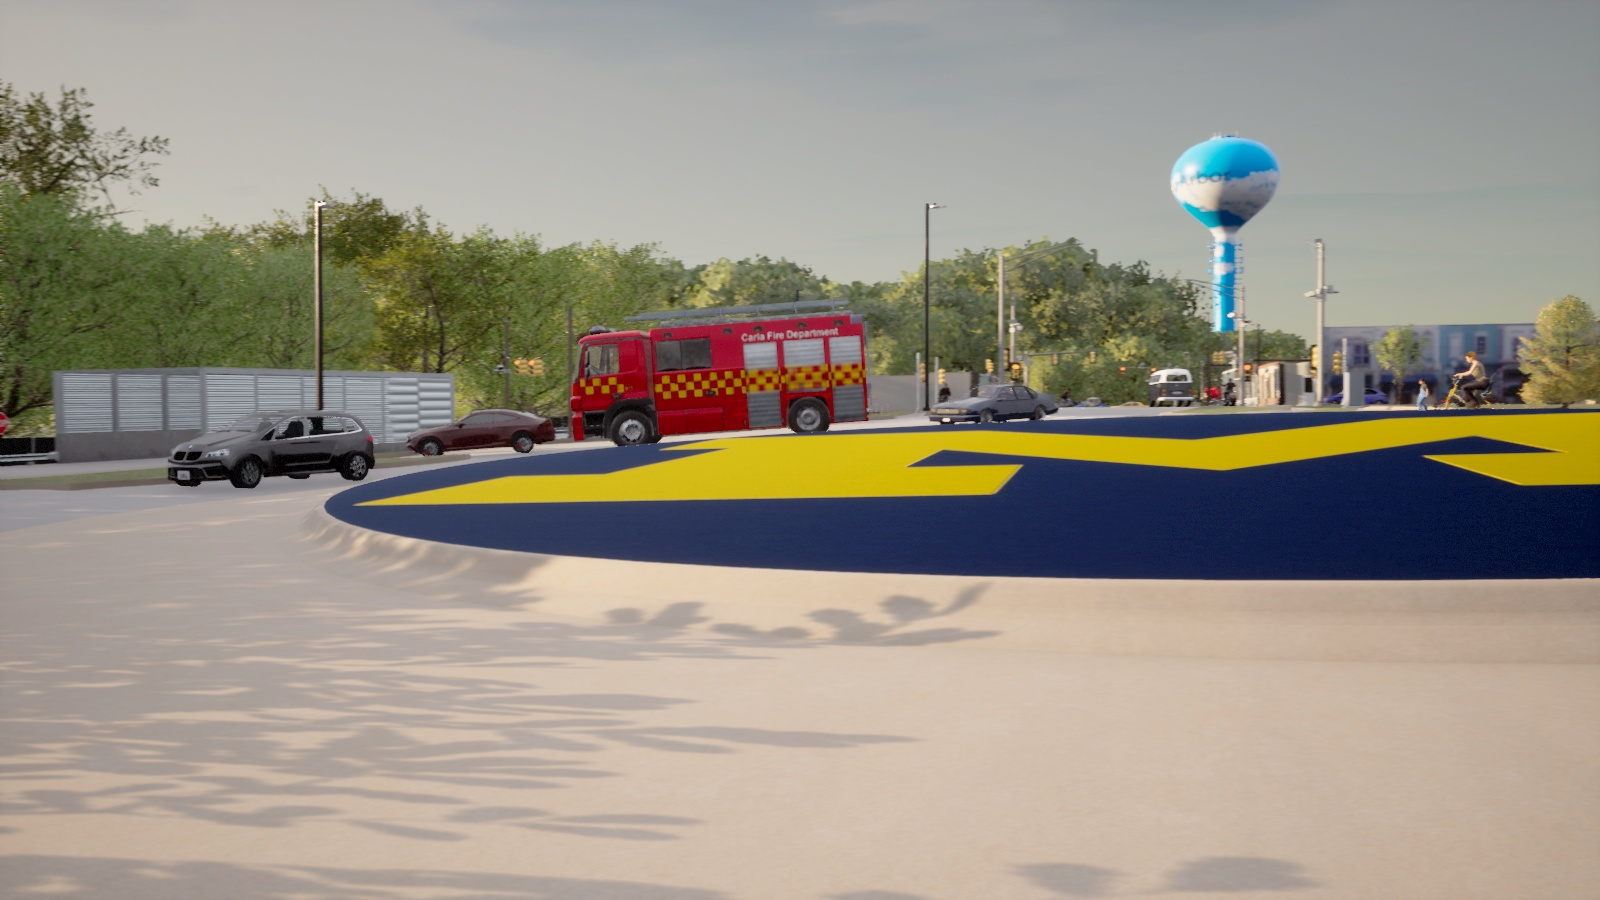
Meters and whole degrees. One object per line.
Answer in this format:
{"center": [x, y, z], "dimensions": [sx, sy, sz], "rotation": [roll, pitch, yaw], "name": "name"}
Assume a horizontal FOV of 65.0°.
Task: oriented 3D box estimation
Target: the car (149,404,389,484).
{"center": [-11.985, -0.212, 28.670], "dimensions": [2.242, 1.667, 4.611], "rotation": [1, 2, 29], "name": "car"}

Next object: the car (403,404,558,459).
{"center": [-10.179, -0.619, 40.318], "dimensions": [4.674, 1.442, 1.812], "rotation": [-3, 3, -11], "name": "car"}

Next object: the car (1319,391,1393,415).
{"center": [36.652, -3.087, 82.906], "dimensions": [4.193, 1.474, 1.816], "rotation": [1, 1, 13], "name": "car"}

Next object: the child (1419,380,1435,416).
{"center": [22.316, -1.840, 44.711], "dimensions": [0.437, 1.263, 0.270], "rotation": [0, 1, -2], "name": "child"}

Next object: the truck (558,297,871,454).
{"center": [-2.311, -2.117, 36.244], "dimensions": [8.468, 3.827, 2.891], "rotation": [-3, 3, 3], "name": "truck"}

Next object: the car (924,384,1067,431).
{"center": [6.885, -1.520, 43.738], "dimensions": [5.357, 1.411, 2.033], "rotation": [-5, 5, -43], "name": "car"}

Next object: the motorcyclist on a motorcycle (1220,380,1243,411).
{"center": [23.534, -2.955, 68.515], "dimensions": [0.766, 1.649, 2.350], "rotation": [1, 1, 9], "name": "motorcyclist on a motorcycle"}

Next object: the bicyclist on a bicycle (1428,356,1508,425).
{"center": [15.972, -1.418, 30.048], "dimensions": [1.509, 1.612, 0.866], "rotation": [1, 4, 44], "name": "bicyclist on a bicycle"}

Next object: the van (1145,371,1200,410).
{"center": [20.376, -3.207, 68.850], "dimensions": [2.069, 2.038, 4.480], "rotation": [0, 2, 6], "name": "van"}
